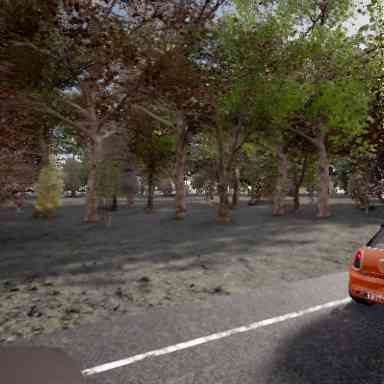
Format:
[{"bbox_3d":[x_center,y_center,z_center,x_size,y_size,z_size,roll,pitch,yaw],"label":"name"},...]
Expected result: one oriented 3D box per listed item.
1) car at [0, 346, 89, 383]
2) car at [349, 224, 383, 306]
[{"bbox_3d":[-2.984,1.555,1.241,5.357,1.411,2.033,0,0,-34],"label":"car"},{"bbox_3d":[5.248,1.320,6.667,4.553,1.767,2.097,0,0,-33],"label":"car"}]
